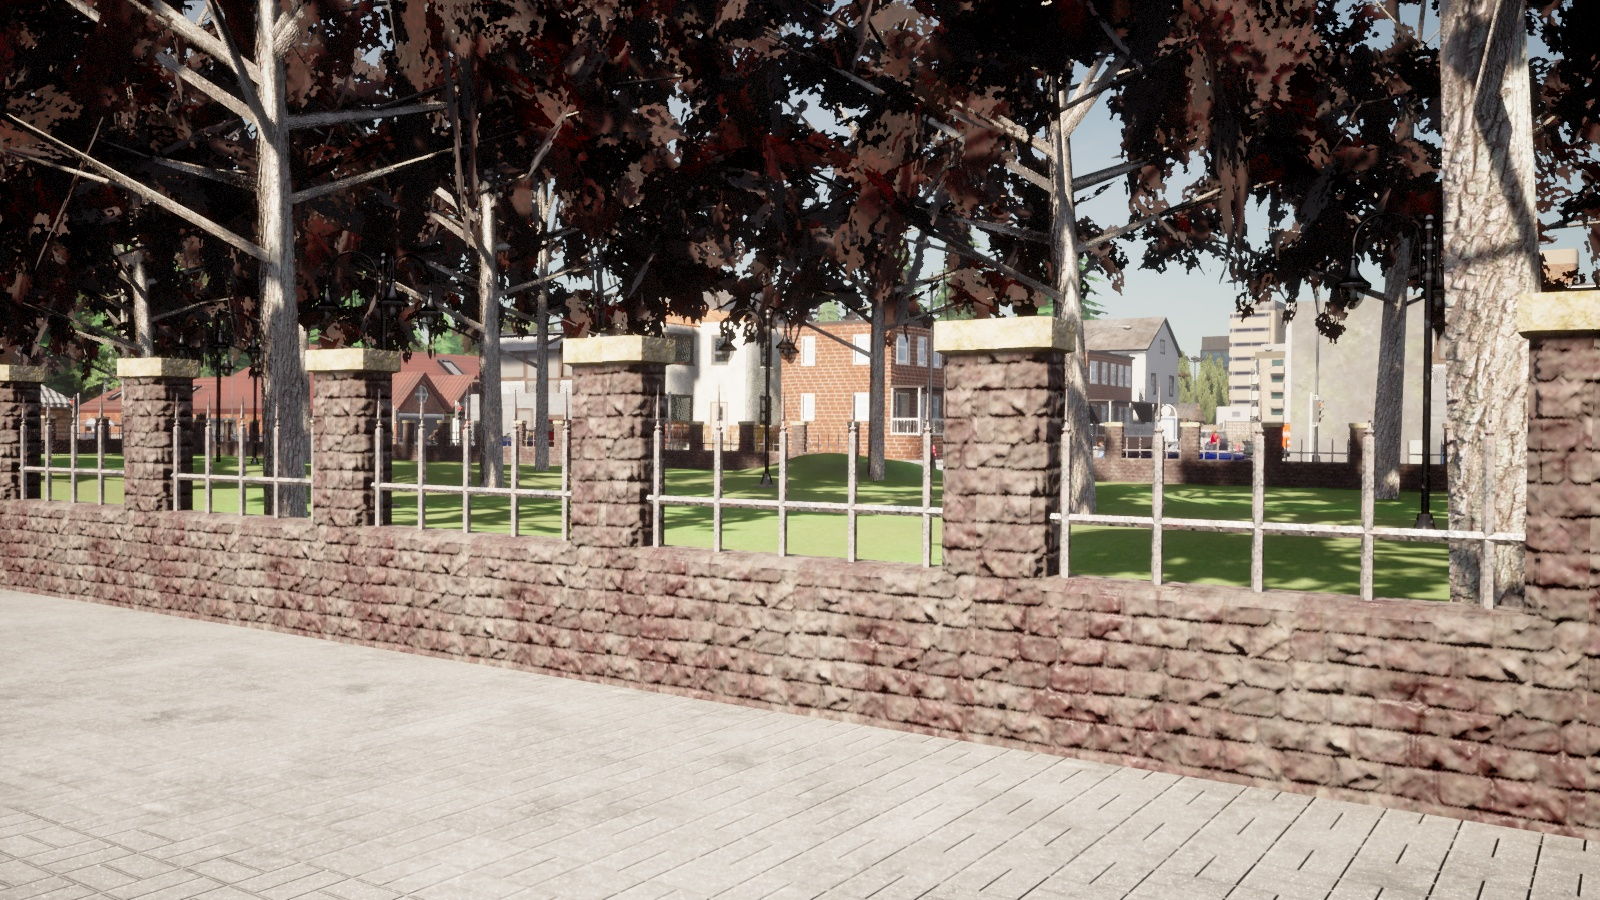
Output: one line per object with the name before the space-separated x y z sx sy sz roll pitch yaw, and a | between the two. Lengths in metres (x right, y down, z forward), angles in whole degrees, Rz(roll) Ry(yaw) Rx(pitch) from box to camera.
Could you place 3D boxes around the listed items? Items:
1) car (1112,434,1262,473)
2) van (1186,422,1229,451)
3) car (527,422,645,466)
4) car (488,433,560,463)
car | 13.722 0.098 44.625 4.718 1.301 1.895 0 1 35
van | 28.938 -0.995 89.134 1.775 1.987 4.442 0 1 34
car | -10.355 -0.282 60.668 5.566 2.045 2.150 0 1 32
car | -15.109 -0.097 68.695 3.705 1.549 1.789 -1 1 34
